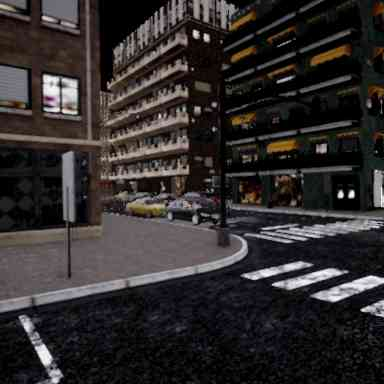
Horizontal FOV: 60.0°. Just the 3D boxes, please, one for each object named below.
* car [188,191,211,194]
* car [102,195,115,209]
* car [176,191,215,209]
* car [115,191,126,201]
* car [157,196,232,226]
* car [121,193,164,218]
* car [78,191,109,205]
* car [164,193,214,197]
[{"bbox_3d":[0.229,0.756,29.100,2.097,1.767,4.553,-1,1,-35],"label":"car"},{"bbox_3d":[-9.786,0.917,33.283,1.887,1.381,4.507,0,1,-36],"label":"car"},{"bbox_3d":[0.286,0.753,33.692,1.967,1.590,4.097,0,1,-36],"label":"car"},{"bbox_3d":[-9.655,0.612,47.325,1.752,1.417,4.829,0,1,-36],"label":"car"},{"bbox_3d":[0.056,1.149,19.788,2.008,1.369,4.403,0,1,-36],"label":"car"},{"bbox_3d":[-3.124,1.050,24.148,1.752,1.417,4.829,0,1,-36],"label":"car"},{"bbox_3d":[-12.110,0.721,40.875,2.128,1.511,4.902,-1,1,-36],"label":"car"},{"bbox_3d":[0.431,1.064,23.649,2.033,1.411,5.357,-1,1,-36],"label":"car"}]
